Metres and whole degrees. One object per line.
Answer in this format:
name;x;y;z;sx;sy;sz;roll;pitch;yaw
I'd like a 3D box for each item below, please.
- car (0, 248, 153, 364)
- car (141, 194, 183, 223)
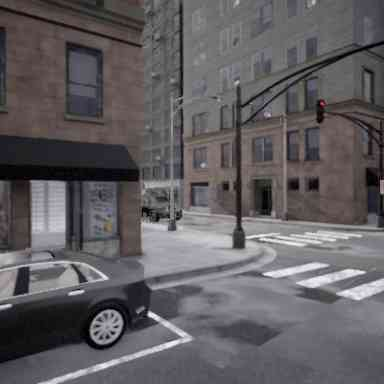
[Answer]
car;-2.683;1.549;4.620;4.403;1.369;2.008;0;0;-35
car;-2.911;1.176;25.561;2.150;2.045;5.566;0;0;-35
